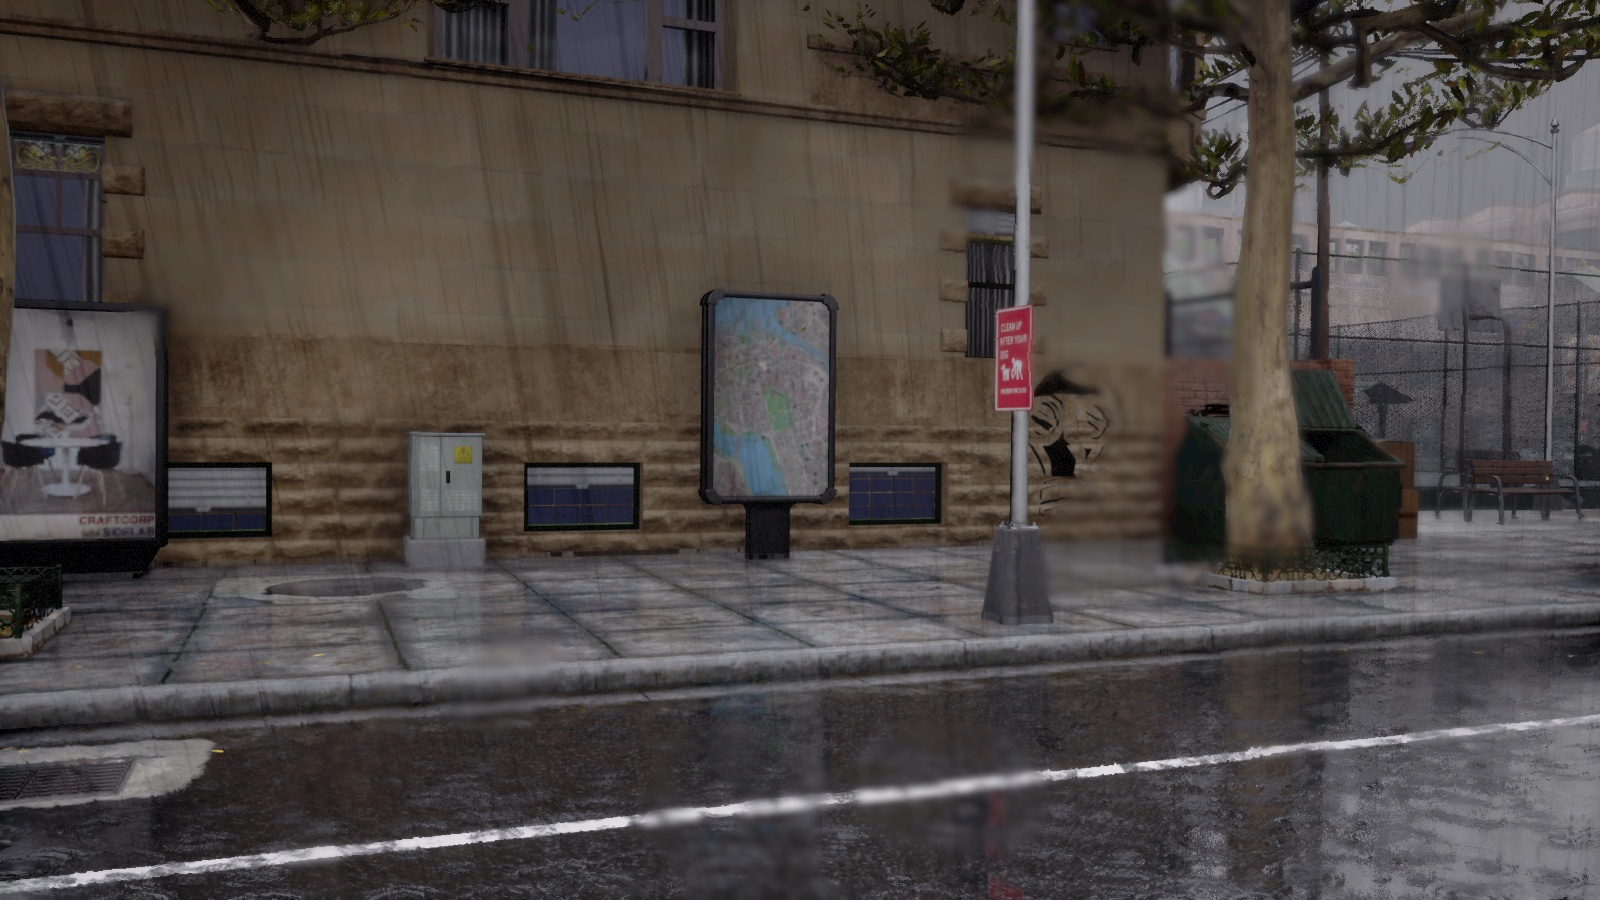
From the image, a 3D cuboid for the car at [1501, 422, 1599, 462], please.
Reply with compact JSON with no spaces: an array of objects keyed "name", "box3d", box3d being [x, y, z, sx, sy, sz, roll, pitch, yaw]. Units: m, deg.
[{"name":"car","box3d":[29.901,-0.316,49.460,1.845,1.501,3.633,-1,1,-21]}]
